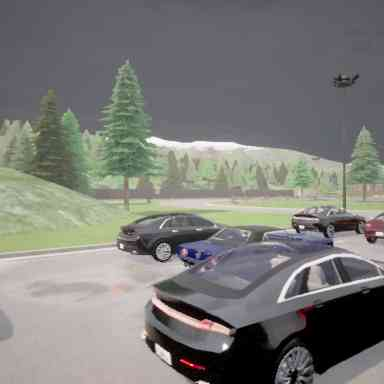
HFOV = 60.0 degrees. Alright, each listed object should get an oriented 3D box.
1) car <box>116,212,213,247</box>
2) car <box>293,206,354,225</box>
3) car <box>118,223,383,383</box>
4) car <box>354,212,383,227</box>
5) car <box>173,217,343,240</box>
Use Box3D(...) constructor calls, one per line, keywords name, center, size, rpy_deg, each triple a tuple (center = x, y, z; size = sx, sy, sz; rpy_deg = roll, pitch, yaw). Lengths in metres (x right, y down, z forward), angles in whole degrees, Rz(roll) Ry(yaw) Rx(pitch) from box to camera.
Box3D(name="car", center=(-0.290, 1.505, 12.129), size=(4.892, 1.490, 1.837), rpy_deg=(0, 0, -35))
Box3D(name="car", center=(7.299, 1.491, 17.530), size=(4.902, 1.511, 2.128), rpy_deg=(0, 0, -35))
Box3D(name="car", center=(1.663, 1.492, 4.927), size=(4.902, 1.511, 2.128), rpy_deg=(0, 0, -35))
Box3D(name="car", center=(9.442, 1.526, 14.759), size=(4.674, 1.442, 1.812), rpy_deg=(0, 0, -35))
Box3D(name="car", center=(2.022, 1.601, 9.478), size=(4.718, 1.301, 1.895), rpy_deg=(0, 0, -35))
